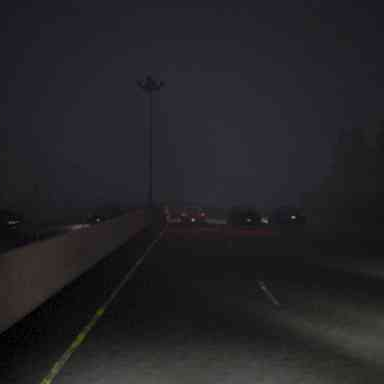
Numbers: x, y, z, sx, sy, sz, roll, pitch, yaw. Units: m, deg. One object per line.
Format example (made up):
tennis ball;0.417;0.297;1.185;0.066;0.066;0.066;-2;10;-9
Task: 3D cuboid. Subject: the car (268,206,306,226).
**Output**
car;7.076;1.761;25.222;1.994;1.385;4.181;0;0;0

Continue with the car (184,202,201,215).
car;0.064;1.908;39.317;1.895;1.301;4.718;0;0;0

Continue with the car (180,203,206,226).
car;0.078;1.723;25.166;1.812;1.442;4.674;0;-1;0

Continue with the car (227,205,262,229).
car;3.578;1.661;23.455;1.882;1.535;5.008;0;-1;0
